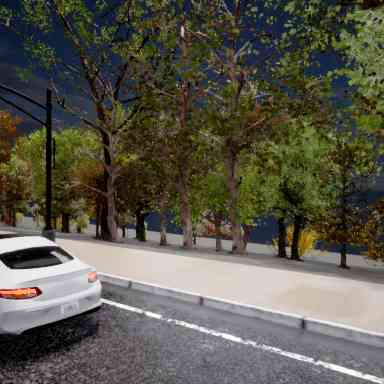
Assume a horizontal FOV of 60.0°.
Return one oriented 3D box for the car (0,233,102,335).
[{"bbox_3d":[-3.624,1.525,6.273,4.674,1.442,1.812,0,0,37],"label":"car"}]
